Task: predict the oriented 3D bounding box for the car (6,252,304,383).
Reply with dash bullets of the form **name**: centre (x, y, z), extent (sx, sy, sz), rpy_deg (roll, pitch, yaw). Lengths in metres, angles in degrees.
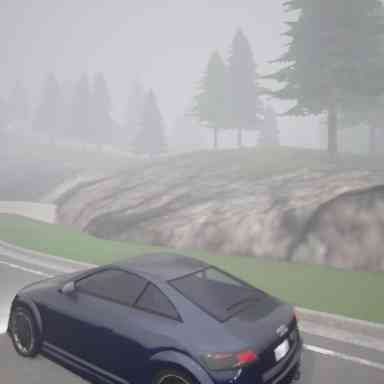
- **car**: centre (-0.703, 1.560, 4.548), extent (4.181, 1.385, 1.994), rpy_deg (0, 0, 36)
